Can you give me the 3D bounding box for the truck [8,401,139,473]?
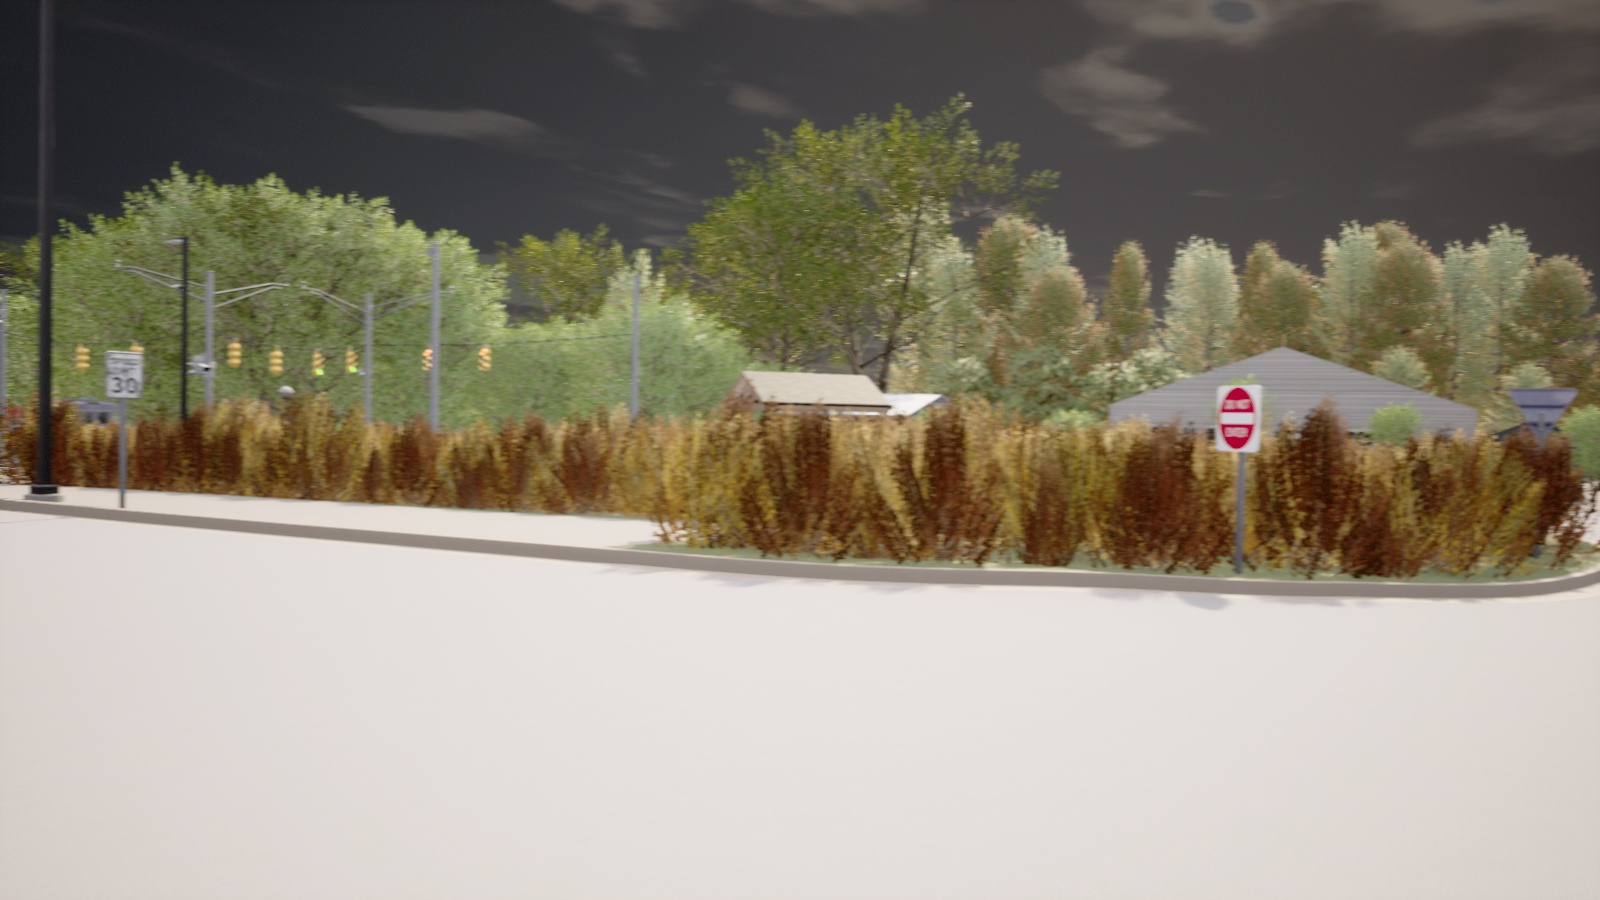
[{"bbox_3d":[-40.875,-0.678,70.546,8.468,3.827,2.891,-1,1,34],"label":"truck"}]
